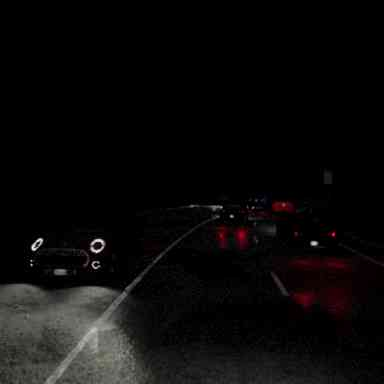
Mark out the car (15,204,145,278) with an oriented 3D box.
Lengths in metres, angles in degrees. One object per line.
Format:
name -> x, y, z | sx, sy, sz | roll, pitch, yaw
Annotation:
car -> -2.917, 1.309, 10.152 | 2.097, 1.767, 4.553 | 0, 0, 6

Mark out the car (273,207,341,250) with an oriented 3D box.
car -> 4.768, 1.568, 14.322 | 1.895, 1.301, 4.718 | 0, 0, 8

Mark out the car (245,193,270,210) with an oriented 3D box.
car -> 8.561, 1.112, 41.787 | 2.150, 2.045, 5.566 | 0, 0, 22

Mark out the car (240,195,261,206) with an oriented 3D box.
car -> 9.155, 1.328, 52.113 | 1.882, 1.535, 5.008 | 0, 0, 26

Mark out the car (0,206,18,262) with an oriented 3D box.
car -> -6.407, 1.298, 10.294 | 2.097, 1.767, 4.553 | 0, 0, 6

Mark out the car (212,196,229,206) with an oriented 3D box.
car -> 4.770, 1.358, 51.078 | 1.812, 1.442, 4.674 | 0, 0, 25

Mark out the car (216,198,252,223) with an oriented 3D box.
car -> 3.177, 1.453, 24.598 | 1.812, 1.442, 4.674 | 0, 0, 13

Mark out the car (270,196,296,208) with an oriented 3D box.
car -> 9.580, 1.273, 34.404 | 2.097, 1.767, 4.553 | 0, 0, 18
